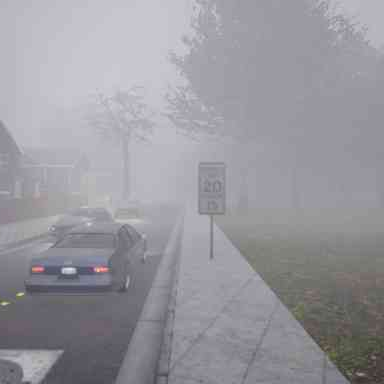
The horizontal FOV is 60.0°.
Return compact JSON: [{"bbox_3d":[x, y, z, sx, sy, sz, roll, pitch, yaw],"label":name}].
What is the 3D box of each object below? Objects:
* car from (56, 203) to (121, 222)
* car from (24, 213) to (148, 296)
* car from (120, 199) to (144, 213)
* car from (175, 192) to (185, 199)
[{"bbox_3d":[-5.299,1.463,16.833,2.033,1.411,5.357,0,0,-1],"label":"car"},{"bbox_3d":[-2.340,1.512,8.732,2.033,1.411,5.357,0,0,-1],"label":"car"},{"bbox_3d":[-5.456,1.350,29.412,1.882,1.535,5.008,0,1,-1],"label":"car"},{"bbox_3d":[-3.472,0.940,92.678,2.150,2.045,5.566,0,0,-1],"label":"car"}]
